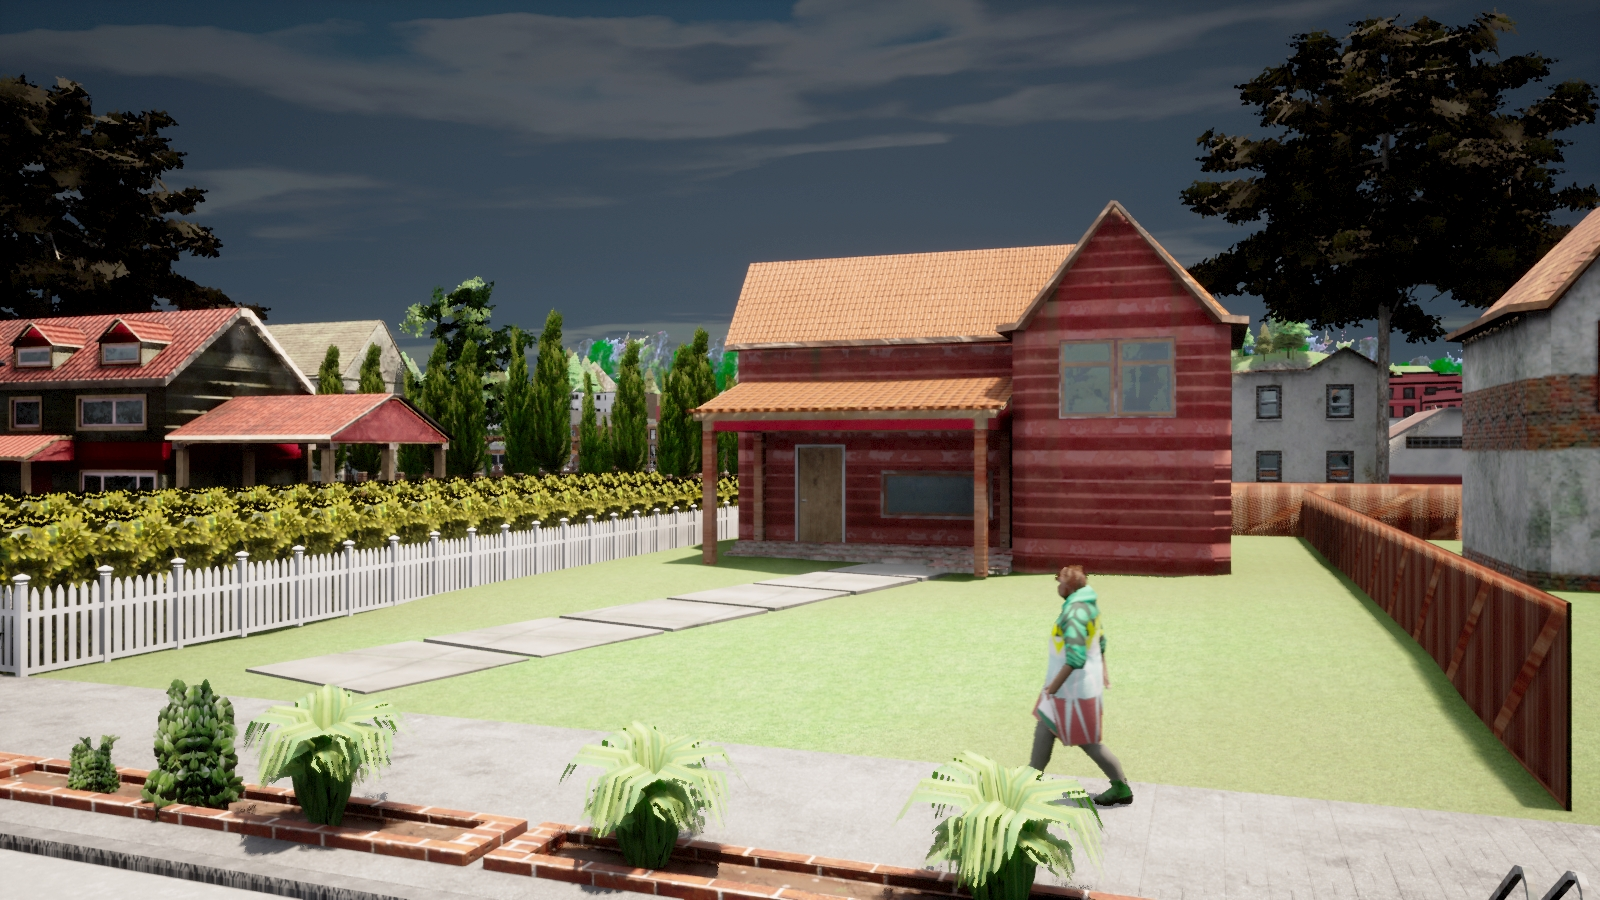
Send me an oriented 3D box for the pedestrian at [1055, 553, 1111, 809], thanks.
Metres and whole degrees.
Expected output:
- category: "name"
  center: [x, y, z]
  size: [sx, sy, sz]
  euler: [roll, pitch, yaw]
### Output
- category: "pedestrian"
  center: [2.171, 1.744, 8.756]
  size: [0.375, 1.860, 0.375]
  euler: [0, 0, 20]
